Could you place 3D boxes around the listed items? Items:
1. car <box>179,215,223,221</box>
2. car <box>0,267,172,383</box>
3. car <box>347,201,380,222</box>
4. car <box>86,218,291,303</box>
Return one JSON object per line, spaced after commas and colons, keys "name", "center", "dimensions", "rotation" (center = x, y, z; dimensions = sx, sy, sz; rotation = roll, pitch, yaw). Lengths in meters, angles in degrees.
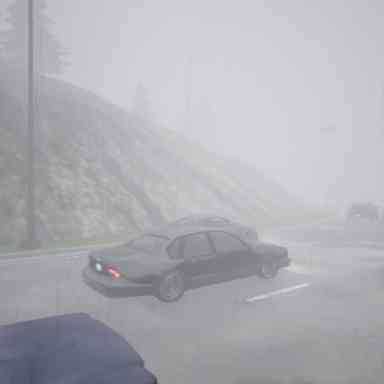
{"name": "car", "center": [0.691, 1.591, 13.110], "dimensions": [4.181, 1.385, 1.994], "rotation": [0, 0, -38]}
{"name": "car", "center": [-2.517, 1.613, 2.021], "dimensions": [4.718, 1.301, 1.895], "rotation": [0, 0, -35]}
{"name": "car", "center": [13.939, 1.528, 27.035], "dimensions": [1.837, 1.490, 4.892], "rotation": [0, 0, 35]}
{"name": "car", "center": [0.128, 1.566, 8.232], "dimensions": [5.357, 1.411, 2.033], "rotation": [0, 0, -37]}
